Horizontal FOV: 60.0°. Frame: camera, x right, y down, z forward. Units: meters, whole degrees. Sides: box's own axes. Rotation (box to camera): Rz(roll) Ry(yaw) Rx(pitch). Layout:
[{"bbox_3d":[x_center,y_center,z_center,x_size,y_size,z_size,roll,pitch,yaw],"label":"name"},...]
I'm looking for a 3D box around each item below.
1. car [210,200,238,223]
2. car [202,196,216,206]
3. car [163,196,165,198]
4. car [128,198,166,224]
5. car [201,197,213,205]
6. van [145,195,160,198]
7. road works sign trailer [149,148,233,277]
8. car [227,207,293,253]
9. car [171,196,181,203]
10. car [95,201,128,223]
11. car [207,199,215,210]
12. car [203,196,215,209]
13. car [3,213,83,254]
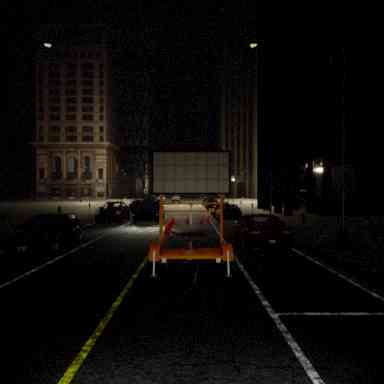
[{"bbox_3d":[2.698,1.545,24.806,2.008,1.369,4.403,0,0,0],"label":"car"},{"bbox_3d":[2.626,1.413,53.010,1.967,1.590,4.097,0,0,0],"label":"car"},{"bbox_3d":[-5.928,1.512,64.269,2.008,1.369,4.403,0,0,0],"label":"car"},{"bbox_3d":[-3.163,1.472,24.769,1.882,1.535,5.008,0,0,0],"label":"car"},{"bbox_3d":[2.612,1.518,58.651,2.008,1.369,4.403,0,0,0],"label":"car"},{"bbox_3d":[-5.885,1.320,47.346,1.690,1.788,3.998,0,0,0],"label":"van"},{"bbox_3d":[-0.026,0.463,10.253,2.380,3.560,2.880,0,0,0],"label":"road works sign trailer"},{"bbox_3d":[2.726,1.543,13.525,1.887,1.381,4.507,0,0,0],"label":"car"},{"bbox_3d":[-3.174,1.524,68.245,2.033,1.411,5.357,0,0,0],"label":"car"},{"bbox_3d":[-5.828,1.435,24.782,1.967,1.590,4.097,0,0,0],"label":"car"},{"bbox_3d":[2.683,1.558,30.446,1.947,1.339,4.313,0,0,0],"label":"car"},{"bbox_3d":[2.654,1.509,41.898,1.752,1.417,4.829,0,0,0],"label":"car"},{"bbox_3d":[-5.799,1.564,13.500,1.947,1.339,4.313,0,0,0],"label":"car"}]
